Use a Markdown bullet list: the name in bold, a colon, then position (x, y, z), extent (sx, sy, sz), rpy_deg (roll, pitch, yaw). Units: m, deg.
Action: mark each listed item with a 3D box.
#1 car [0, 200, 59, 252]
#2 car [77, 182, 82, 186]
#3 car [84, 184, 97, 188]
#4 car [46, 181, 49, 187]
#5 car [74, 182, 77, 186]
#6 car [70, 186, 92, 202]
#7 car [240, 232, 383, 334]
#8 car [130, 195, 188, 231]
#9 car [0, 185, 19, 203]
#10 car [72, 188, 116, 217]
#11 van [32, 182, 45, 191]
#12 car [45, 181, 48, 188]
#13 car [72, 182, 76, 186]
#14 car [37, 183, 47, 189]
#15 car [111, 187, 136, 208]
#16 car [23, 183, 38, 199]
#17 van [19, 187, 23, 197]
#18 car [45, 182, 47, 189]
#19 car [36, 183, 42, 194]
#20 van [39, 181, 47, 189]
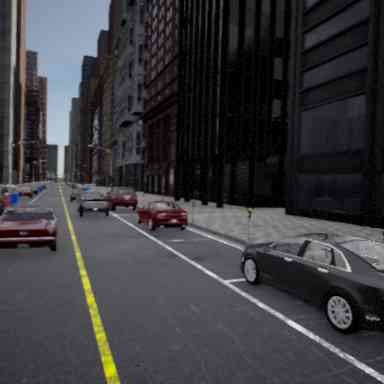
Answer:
- **car**: position (-5.621, 1.156, 11.529), extent (1.895, 1.301, 4.718), rpy_deg (1, 1, -22)
- **car**: position (-20.565, -0.653, 64.083), extent (1.967, 1.590, 4.097), rpy_deg (1, 1, -22)
- **car**: position (-14.320, -0.031, 48.565), extent (1.752, 1.417, 4.829), rpy_deg (1, 1, -22)
- **car**: position (-34.774, -1.488, 76.559), extent (2.192, 1.841, 5.009), rpy_deg (1, 1, -22)
- **car**: position (-24.776, -0.904, 74.537), extent (2.008, 1.369, 4.403), rpy_deg (1, 1, -22)
- **car**: position (-12.525, 0.364, 36.861), extent (1.895, 1.301, 4.718), rpy_deg (1, 1, -21)
- **car**: position (2.572, 1.472, 6.602), extent (2.008, 1.369, 4.403), rpy_deg (1, 1, -22)
- **car**: position (-1.635, 1.094, 17.053), extent (1.887, 1.381, 4.507), rpy_deg (1, 1, -22)
- **car**: position (-11.631, 0.512, 19.071), extent (2.192, 1.841, 5.009), rpy_deg (1, 1, -22)
- **car**: position (-6.717, 0.762, 22.424), extent (2.128, 1.511, 4.902), rpy_deg (1, 1, -21)
- **van**: position (-28.463, -0.920, 60.882), extent (1.690, 1.788, 3.998), rpy_deg (1, 1, -22)
- **car**: position (-32.677, -1.057, 71.339), extent (1.947, 1.339, 4.313), rpy_deg (1, 1, -22)
- **car**: position (-28.980, -1.376, 84.986), extent (1.967, 1.590, 4.097), rpy_deg (1, 1, -22)
- **car**: position (-36.884, -1.440, 81.792), extent (1.887, 1.381, 4.507), rpy_deg (1, 1, -22)
- **car**: position (-5.836, 0.495, 27.499), extent (2.192, 1.841, 5.009), rpy_deg (1, 1, -22)
- **car**: position (-20.053, 0.008, 39.982), extent (1.887, 1.381, 4.507), rpy_deg (1, 1, -22)
- **van**: position (-13.735, 0.354, 24.298), extent (1.690, 1.788, 3.998), rpy_deg (1, 1, -22)
- **car**: position (-30.573, -0.876, 66.113), extent (1.947, 1.339, 4.313), rpy_deg (1, 1, -22)
- **car**: position (-24.261, -0.333, 50.434), extent (1.947, 1.339, 4.313), rpy_deg (1, 1, -22)
- **van**: position (-38.982, -1.824, 87.013), extent (1.690, 1.788, 3.998), rpy_deg (1, 1, -22)
